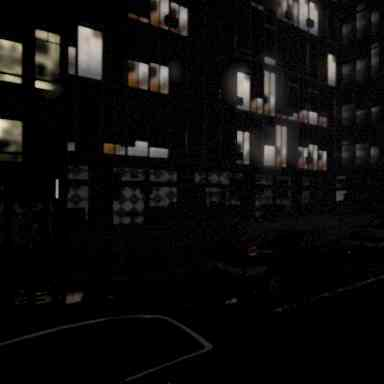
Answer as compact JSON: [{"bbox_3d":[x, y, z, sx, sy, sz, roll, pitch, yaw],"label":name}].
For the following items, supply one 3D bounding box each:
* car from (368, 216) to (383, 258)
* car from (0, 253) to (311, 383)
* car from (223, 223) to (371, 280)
[{"bbox_3d":[6.937,1.504,11.492,4.206,1.307,1.802,0,1,-35],"label":"car"},{"bbox_3d":[-1.480,1.507,2.310,4.892,1.490,1.837,0,0,-35],"label":"car"},{"bbox_3d":[2.419,1.540,8.272,4.206,1.307,1.802,0,1,-35],"label":"car"}]
